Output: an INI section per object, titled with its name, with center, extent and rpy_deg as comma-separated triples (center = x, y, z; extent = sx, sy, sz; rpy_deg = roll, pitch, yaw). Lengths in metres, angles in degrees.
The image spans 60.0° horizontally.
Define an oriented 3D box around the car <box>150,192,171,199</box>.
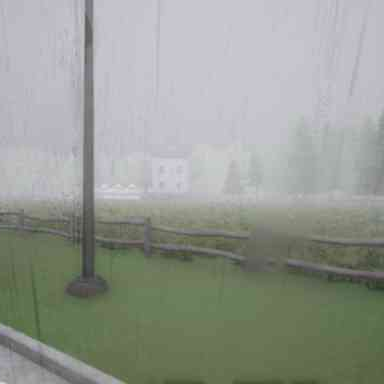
[car]
center = -6.645, 1.026, 70.800
extent = 4.605, 1.855, 1.932
rpy_deg = 0, 0, 35
